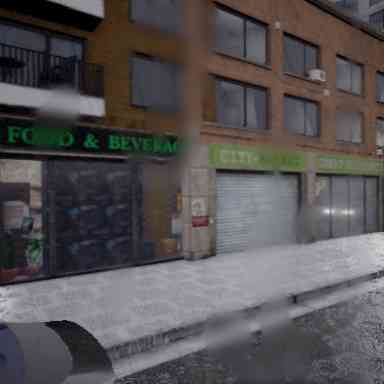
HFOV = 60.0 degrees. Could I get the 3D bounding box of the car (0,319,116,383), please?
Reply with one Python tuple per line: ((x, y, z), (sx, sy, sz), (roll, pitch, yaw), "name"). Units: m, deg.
((-2.639, 1.495, 1.189), (4.902, 1.511, 2.128), (0, 0, -35), "car")
